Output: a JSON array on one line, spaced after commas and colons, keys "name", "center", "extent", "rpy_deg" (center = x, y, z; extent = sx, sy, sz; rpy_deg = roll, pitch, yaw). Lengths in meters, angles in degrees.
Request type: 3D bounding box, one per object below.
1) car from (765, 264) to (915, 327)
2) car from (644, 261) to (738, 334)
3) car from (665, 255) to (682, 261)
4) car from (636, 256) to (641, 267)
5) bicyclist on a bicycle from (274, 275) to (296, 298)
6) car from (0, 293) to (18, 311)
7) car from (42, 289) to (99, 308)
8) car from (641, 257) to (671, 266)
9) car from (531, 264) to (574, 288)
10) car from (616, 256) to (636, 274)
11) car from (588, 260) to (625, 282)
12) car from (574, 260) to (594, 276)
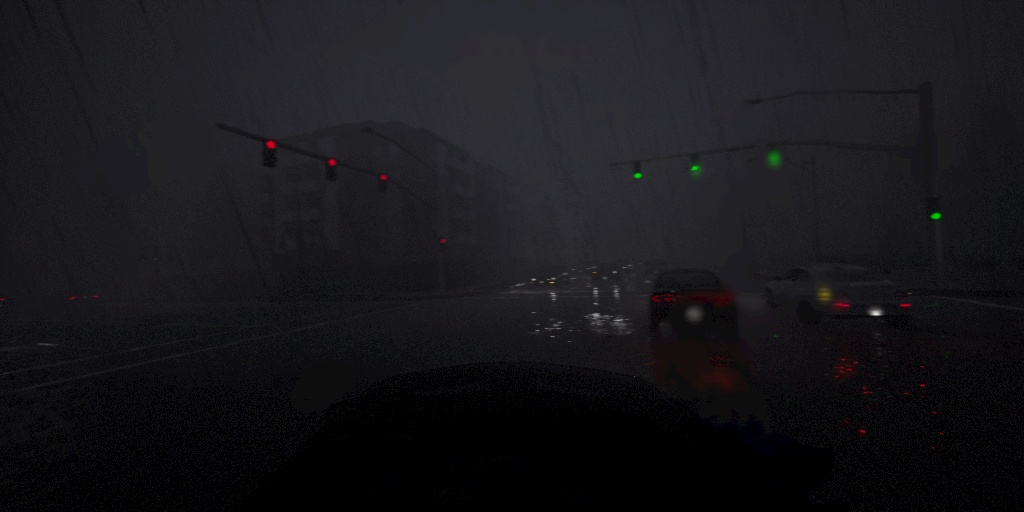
[{"name": "car", "center": [8.436, 0.926, 9.667], "extent": [1.812, 1.442, 4.674], "rpy_deg": [-3, -1, 21]}, {"name": "car", "center": [4.810, 1.070, 10.008], "extent": [1.882, 1.535, 5.008], "rpy_deg": [-3, -1, 21]}, {"name": "car", "center": [23.197, 0.639, 52.614], "extent": [4.674, 1.442, 1.812], "rpy_deg": [-2, -1, -40]}, {"name": "car", "center": [16.610, 0.790, 51.111], "extent": [2.097, 1.767, 4.553], "rpy_deg": [-4, -1, 44]}, {"name": "bicyclist on a bicycle", "center": [-16.419, 2.167, 25.882], "extent": [0.582, 1.620, 1.656], "rpy_deg": [-3, 0, 22]}, {"name": "car", "center": [-40.465, 3.624, 27.746], "extent": [4.902, 1.511, 2.128], "rpy_deg": [-3, -1, 23]}, {"name": "car", "center": [-37.080, 3.531, 30.117], "extent": [5.357, 1.411, 2.033], "rpy_deg": [-3, -1, 23]}, {"name": "car", "center": [12.818, 1.022, 31.926], "extent": [1.895, 1.301, 4.718], "rpy_deg": [-3, -1, 22]}, {"name": "car", "center": [2.757, 1.370, 25.304], "extent": [1.837, 1.490, 4.892], "rpy_deg": [-3, 0, 21]}, {"name": "car", "center": [11.459, 1.060, 37.636], "extent": [1.837, 1.490, 4.892], "rpy_deg": [-3, -1, 26]}, {"name": "car", "center": [7.425, 1.256, 27.881], "extent": [1.895, 1.301, 4.718], "rpy_deg": [-3, -1, 20]}, {"name": "car", "center": [7.857, 1.251, 38.118], "extent": [1.837, 1.490, 4.892], "rpy_deg": [-4, -1, 25]}]
